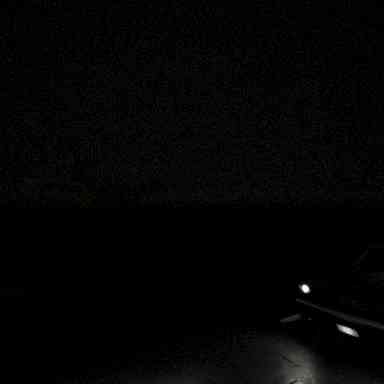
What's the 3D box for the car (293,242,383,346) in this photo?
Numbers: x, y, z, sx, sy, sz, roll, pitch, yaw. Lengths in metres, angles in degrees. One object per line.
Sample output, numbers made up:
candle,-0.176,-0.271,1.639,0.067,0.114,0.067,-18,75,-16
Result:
car,3.939,1.599,5.876,4.718,1.301,1.895,0,0,-35
